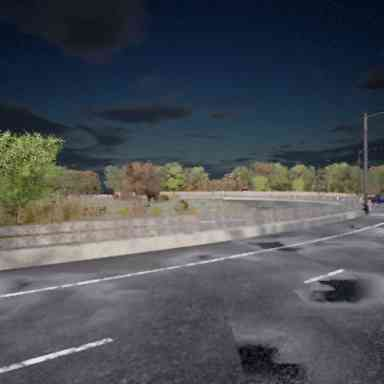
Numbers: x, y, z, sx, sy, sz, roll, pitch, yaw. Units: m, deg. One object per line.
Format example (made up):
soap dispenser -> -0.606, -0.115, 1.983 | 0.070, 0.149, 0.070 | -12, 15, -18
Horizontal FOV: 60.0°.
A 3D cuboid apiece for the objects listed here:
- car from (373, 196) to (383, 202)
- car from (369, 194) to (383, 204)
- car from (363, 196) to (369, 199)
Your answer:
car -> 42.486, 1.505, 73.915 | 2.033, 1.411, 5.357 | 0, 0, 7
car -> 36.857, 1.333, 64.538 | 2.150, 2.045, 5.566 | 0, 0, 13
car -> 38.908, 1.556, 73.727 | 1.895, 1.301, 4.718 | 0, 0, 7
